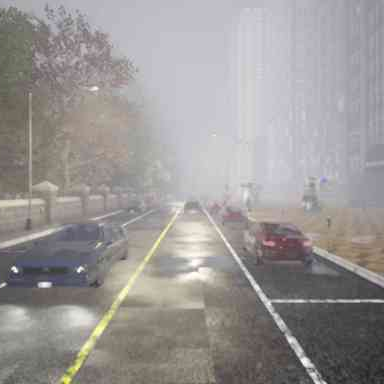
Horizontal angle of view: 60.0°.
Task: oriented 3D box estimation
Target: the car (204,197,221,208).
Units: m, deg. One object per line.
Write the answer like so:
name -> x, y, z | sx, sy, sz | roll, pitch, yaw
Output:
car -> 2.704, 1.412, 44.916 | 2.008, 1.369, 4.403 | 0, 0, 0

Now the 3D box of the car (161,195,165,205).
car -> -5.674, 1.416, 50.550 | 1.947, 1.339, 4.313 | 0, 0, 0

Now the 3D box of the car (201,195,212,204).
car -> 2.710, 1.354, 61.982 | 1.752, 1.417, 4.829 | 0, 0, 0

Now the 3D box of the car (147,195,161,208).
car -> -5.676, 1.301, 44.918 | 1.967, 1.590, 4.097 | 0, 0, 0

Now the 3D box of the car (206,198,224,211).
car -> 2.702, 1.456, 39.284 | 1.802, 1.307, 4.206 | 0, 0, 0

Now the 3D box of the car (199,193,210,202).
car -> 2.715, 1.123, 73.077 | 2.192, 1.841, 5.009 | 0, 0, 0

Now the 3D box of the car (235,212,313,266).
car -> 2.693, 1.543, 11.123 | 1.802, 1.307, 4.206 | 0, 0, 0

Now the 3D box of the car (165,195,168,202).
car -> -5.672, 1.280, 56.183 | 1.967, 1.590, 4.097 | 0, 0, 0

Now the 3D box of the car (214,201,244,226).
car -> 2.698, 1.507, 22.388 | 1.802, 1.307, 4.206 | 0, 0, 0

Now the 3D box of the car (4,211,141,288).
car -> -3.008, 1.515, 9.483 | 2.033, 1.411, 5.357 | 0, 0, 0

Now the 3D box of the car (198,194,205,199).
car -> 2.722, 1.293, 95.777 | 1.752, 1.417, 4.829 | 0, 0, 0

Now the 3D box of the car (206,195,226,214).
car -> 2.702, 1.329, 33.652 | 1.967, 1.590, 4.097 | 0, 0, 0

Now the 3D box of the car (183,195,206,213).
car -> 0.113, 1.376, 35.199 | 2.128, 1.511, 4.902 | 0, 0, 0

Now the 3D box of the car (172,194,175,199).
car -> -5.664, 1.349, 78.714 | 2.008, 1.369, 4.403 | 0, 0, 0

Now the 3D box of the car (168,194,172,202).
car -> -5.668, 1.401, 67.448 | 1.802, 1.307, 4.206 | 0, 0, 0

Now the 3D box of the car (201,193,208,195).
car -> 2.709, 1.280, 56.179 | 1.967, 1.590, 4.097 | 0, 0, 0

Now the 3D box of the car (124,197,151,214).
car -> -5.679, 1.456, 33.655 | 1.947, 1.339, 4.313 | 0, 0, 0
